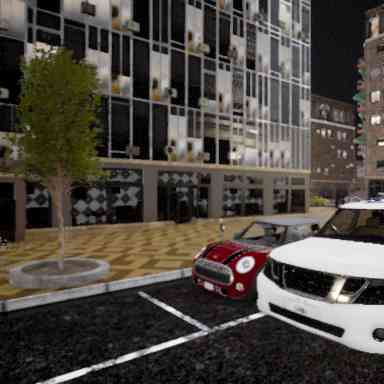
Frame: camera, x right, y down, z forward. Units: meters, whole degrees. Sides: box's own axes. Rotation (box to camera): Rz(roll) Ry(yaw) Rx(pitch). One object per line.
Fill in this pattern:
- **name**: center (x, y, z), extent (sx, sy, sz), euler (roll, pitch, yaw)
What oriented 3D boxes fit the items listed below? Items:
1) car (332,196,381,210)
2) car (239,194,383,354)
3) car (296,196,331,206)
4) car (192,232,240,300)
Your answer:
- **car**: center (17.978, 1.202, 36.630), extent (2.008, 1.369, 4.403), euler (0, 0, -35)
- **car**: center (3.684, 1.149, 5.975), extent (5.566, 2.045, 2.150), euler (-1, 0, -35)
- **car**: center (18.479, 1.269, 50.662), extent (1.752, 1.417, 4.829), euler (0, 0, -35)
- **car**: center (1.972, 1.370, 7.929), extent (4.097, 1.590, 1.967), euler (-1, 1, -35)
